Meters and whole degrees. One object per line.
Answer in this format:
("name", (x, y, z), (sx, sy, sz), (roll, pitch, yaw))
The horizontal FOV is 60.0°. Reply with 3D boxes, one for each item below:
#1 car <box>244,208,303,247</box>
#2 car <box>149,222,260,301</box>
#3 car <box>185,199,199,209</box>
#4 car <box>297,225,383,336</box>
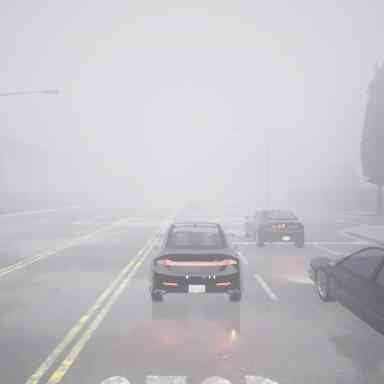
("car", (3.562, 1.505, 14.989), (1.837, 1.490, 4.892), (0, 0, 0))
("car", (0.080, 1.492, 8.287), (2.128, 1.511, 4.902), (0, 0, 0))
("car", (-0.008, 1.601, 44.106), (1.895, 1.301, 4.718), (0, 0, 0))
("car", (3.587, 1.547, 5.242), (2.033, 1.411, 5.357), (0, 0, 0))
